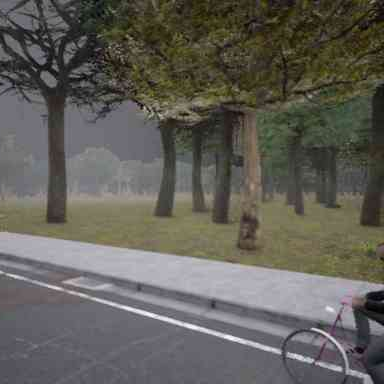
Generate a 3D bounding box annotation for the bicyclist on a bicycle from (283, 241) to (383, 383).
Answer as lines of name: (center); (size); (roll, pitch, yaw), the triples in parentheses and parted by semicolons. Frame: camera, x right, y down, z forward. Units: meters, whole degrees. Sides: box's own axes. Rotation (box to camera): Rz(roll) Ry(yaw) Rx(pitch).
bicyclist on a bicycle: (1.800, 1.371, 3.382); (1.843, 1.776, 0.659); (0, 0, 35)
